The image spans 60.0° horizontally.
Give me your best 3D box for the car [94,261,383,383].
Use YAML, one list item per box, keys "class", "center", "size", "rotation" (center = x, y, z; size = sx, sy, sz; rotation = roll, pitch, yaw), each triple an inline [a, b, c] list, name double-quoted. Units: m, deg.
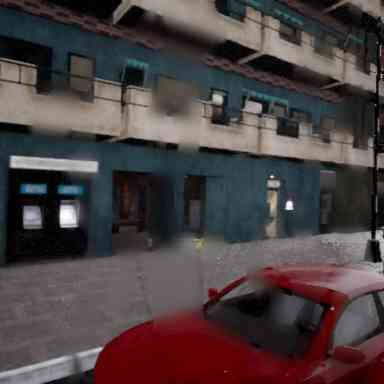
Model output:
- class: "car"
  center: [1.217, 1.527, 3.601]
  size: [4.507, 1.381, 1.887]
  rotation: [1, 1, -34]
